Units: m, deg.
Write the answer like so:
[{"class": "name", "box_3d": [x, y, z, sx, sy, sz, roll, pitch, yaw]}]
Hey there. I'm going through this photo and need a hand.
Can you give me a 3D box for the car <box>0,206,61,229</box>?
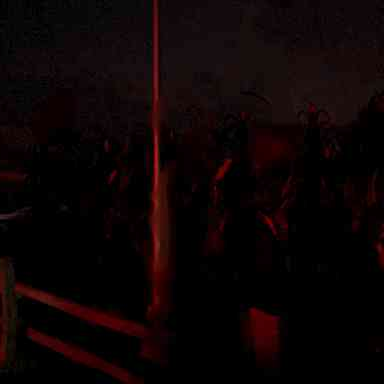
[{"class": "car", "box_3d": [-11.865, 1.781, 24.069, 1.812, 1.442, 4.674, 0, -1, 35]}]
